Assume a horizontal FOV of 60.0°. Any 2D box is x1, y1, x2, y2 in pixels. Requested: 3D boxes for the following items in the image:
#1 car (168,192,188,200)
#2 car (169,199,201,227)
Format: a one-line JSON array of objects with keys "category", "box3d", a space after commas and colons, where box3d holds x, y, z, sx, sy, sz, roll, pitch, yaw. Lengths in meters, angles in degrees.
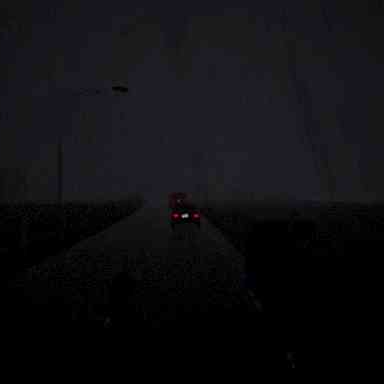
[{"category": "car", "box3d": [-1.701, 1.021, 40.798, 2.150, 2.045, 5.566, 0, 1, -5]}, {"category": "car", "box3d": [-0.455, 1.429, 21.868, 2.033, 1.411, 5.357, 0, 0, -3]}]
